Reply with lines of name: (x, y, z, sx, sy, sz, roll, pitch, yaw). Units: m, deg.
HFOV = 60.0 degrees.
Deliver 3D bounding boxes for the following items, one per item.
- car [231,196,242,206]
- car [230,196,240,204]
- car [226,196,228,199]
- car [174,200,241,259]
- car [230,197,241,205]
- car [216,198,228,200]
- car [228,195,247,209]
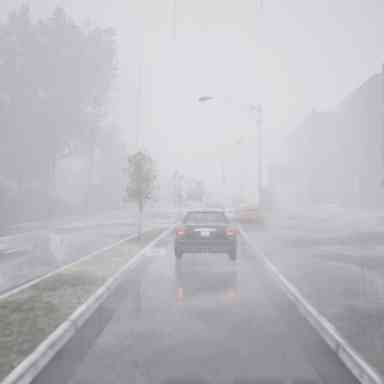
car: (8.677, 1.680, 65.118, 2.185, 1.767, 4.553, 0, 0, 6)
car: (9.876, 1.735, 76.152, 2.185, 1.767, 4.553, 1, 0, 6)
car: (10.805, 1.942, 87.421, 2.163, 1.488, 4.792, 0, 0, 4)
car: (0.540, 1.373, 12.843, 2.097, 1.767, 4.553, 0, 0, 3)
car: (9.279, 1.834, 70.656, 2.231, 1.521, 4.892, 0, 0, 6)
car: (1.991, 1.621, 30.553, 2.128, 1.511, 4.902, 0, 0, 6)
car: (8.085, 1.526, 59.665, 2.435, 2.045, 5.566, 0, 0, 6)
